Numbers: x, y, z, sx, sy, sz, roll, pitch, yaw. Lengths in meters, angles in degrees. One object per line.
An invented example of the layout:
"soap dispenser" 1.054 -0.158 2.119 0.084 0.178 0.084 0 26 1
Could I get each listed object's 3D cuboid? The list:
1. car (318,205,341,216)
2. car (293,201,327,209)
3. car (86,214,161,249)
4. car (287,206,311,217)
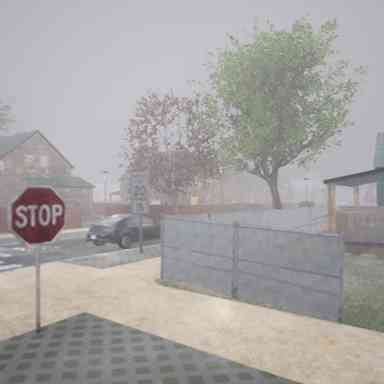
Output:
"car" 20.513 2.698 49.459 2.033 1.411 5.357 -1 -2 35
"car" 14.729 2.142 40.998 2.150 2.045 5.566 -2 -2 35
"car" -2.781 1.753 15.702 1.812 1.442 4.674 -1 -2 35
"car" 14.929 2.680 46.205 1.895 1.301 4.718 -1 -2 35
